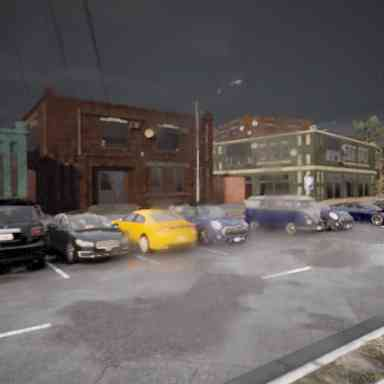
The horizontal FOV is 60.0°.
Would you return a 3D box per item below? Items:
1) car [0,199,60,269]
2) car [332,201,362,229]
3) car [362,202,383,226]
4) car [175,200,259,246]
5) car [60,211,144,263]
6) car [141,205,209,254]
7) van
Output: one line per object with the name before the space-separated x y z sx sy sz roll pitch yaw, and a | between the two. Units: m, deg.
car | -6.234 1.229 10.550 2.435 2.045 5.566 0 0 -36
car | 7.348 1.309 20.235 2.185 1.767 4.553 0 0 -35
car | 11.810 1.424 23.341 2.163 1.488 4.792 -1 0 -35
car | 0.554 1.340 15.391 2.185 1.767 4.553 0 0 -35
car | -3.958 1.476 12.144 2.231 1.521 4.892 0 0 -35
car | -1.790 1.471 13.676 2.097 1.535 5.008 0 0 -35
van | 5.065 1.226 18.426 1.878 1.987 4.442 0 0 -35
